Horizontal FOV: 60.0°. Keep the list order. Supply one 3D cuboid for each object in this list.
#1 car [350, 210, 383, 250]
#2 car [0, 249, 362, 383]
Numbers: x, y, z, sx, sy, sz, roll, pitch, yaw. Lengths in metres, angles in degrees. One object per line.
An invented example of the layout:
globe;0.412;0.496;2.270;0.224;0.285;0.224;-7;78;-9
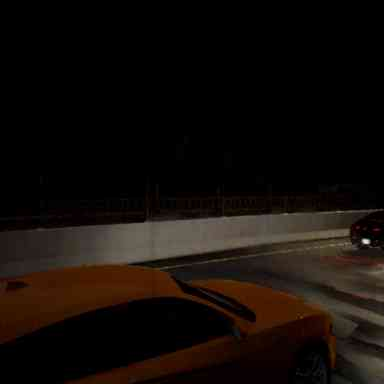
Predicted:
car;7.958;1.384;12.222;4.892;1.490;1.837;0;0;-27
car;-0.694;1.460;3.092;5.008;1.535;1.882;-1;0;-34
